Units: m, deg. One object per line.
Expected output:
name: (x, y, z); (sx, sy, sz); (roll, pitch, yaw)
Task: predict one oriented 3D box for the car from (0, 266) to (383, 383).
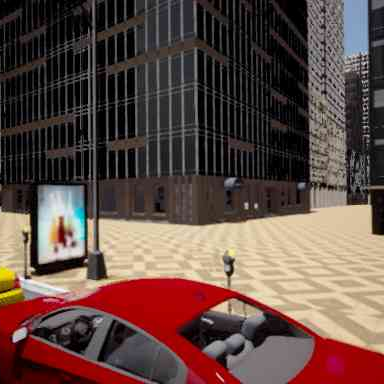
car: (-0.552, 1.553, 3.275); (4.507, 1.381, 1.887); (0, -1, 35)
